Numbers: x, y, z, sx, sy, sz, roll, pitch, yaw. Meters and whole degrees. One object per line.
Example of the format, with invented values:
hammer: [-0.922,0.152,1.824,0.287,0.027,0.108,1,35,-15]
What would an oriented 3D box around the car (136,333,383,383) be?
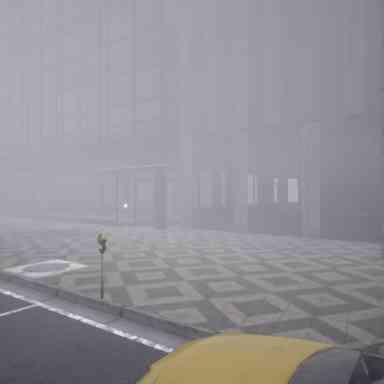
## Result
car: [1.637,1.525,1.915,4.829,1.417,1.752,0,0,36]
